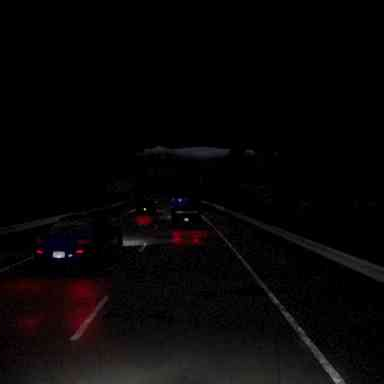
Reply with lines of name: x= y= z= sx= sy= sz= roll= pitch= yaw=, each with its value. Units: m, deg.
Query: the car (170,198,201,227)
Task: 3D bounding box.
car: x=-0.431 y=1.387 z=21.897 sx=2.128 sy=1.511 sz=4.902 roll=0 pitch=0 yaw=-2

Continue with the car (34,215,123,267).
car: x=-3.561 y=1.473 z=11.059 sx=1.812 sy=1.442 sz=4.674 roll=0 pitch=0 yaw=-1

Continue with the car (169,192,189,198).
car: x=-1.549 y=1.033 z=39.998 sx=2.150 sy=2.045 sz=5.566 roll=0 pitch=1 yaw=-5

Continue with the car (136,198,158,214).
car: x=-4.585 y=1.345 z=33.612 sx=1.837 sy=1.490 sz=4.892 roll=0 pitch=0 yaw=-4
